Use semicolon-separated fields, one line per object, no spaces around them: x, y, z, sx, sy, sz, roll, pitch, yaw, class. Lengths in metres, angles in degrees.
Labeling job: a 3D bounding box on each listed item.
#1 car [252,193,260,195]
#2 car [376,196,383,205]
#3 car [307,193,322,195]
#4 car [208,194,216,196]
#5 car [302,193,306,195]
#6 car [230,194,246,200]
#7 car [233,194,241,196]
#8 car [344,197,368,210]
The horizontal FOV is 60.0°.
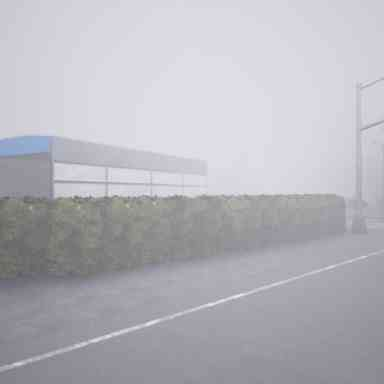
16.510;1.153;82.442;5.027;1.636;2.152;0;0;-41;car
31.434;1.384;54.012;3.806;1.475;1.970;0;0;-41;car
27.032;1.097;70.782;4.605;1.855;1.932;0;0;-41;car
4.355;1.298;85.307;4.514;1.523;2.007;0;0;-41;car
24.829;1.077;72.721;3.866;1.878;1.905;0;0;-41;car
12.092;1.232;87.107;3.806;1.475;1.970;0;0;-41;car
8.820;1.298;63.597;4.514;1.523;2.007;0;0;-41;car
19.236;1.339;39.639;4.514;1.523;2.007;0;0;-41;car
